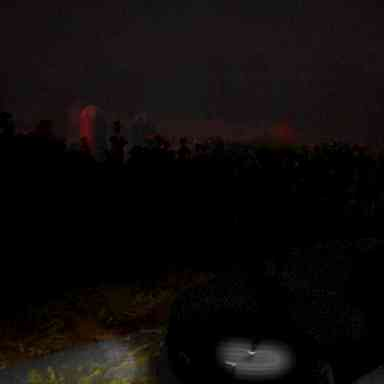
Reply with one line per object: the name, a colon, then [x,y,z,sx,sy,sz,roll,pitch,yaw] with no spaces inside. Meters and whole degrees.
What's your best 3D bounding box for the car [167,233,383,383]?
car: [2.030,1.416,4.767,5.008,1.535,1.882,-1,1,-32]
